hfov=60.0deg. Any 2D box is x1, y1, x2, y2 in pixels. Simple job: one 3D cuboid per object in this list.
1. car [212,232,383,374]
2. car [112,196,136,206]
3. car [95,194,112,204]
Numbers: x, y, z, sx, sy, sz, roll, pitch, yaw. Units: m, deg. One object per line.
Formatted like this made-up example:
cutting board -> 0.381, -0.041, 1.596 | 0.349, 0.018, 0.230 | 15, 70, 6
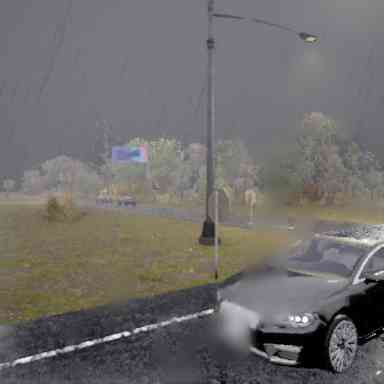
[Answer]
car -> 2.556, 1.496, 5.687 | 4.902, 1.511, 2.128 | 0, 0, -35
car -> -10.477, 1.423, 52.460 | 1.837, 1.490, 4.892 | 0, 0, -33
car -> -16.150, 1.252, 60.947 | 2.097, 1.767, 4.553 | 0, 0, -34
